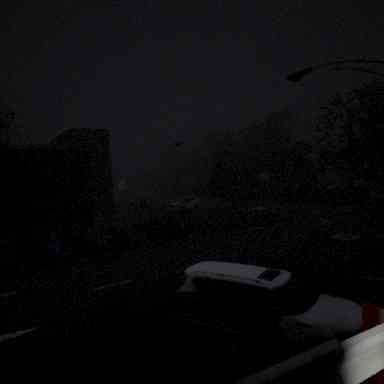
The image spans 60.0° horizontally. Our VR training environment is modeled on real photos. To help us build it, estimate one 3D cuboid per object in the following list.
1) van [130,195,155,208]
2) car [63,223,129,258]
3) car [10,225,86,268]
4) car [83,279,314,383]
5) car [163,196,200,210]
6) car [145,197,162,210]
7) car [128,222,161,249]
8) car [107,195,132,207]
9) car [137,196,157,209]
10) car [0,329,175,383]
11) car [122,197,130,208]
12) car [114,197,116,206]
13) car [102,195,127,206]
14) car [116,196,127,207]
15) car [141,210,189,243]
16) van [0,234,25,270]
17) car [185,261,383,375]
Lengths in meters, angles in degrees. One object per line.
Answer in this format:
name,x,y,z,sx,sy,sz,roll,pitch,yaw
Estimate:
van,-7.929,1.730,57.329,1.878,1.987,4.442,-2,4,36
car,-7.587,3.296,23.521,5.566,2.045,2.435,-3,2,35
car,-9.986,3.534,21.806,5.566,2.045,2.435,-3,2,35
car,-0.366,3.577,7.898,5.566,2.045,2.435,-1,4,34
car,-1.120,1.731,47.458,2.435,2.045,5.566,-2,4,36
car,-4.367,1.943,52.619,1.946,1.575,5.366,-2,4,36
car,-5.166,3.338,25.259,4.792,1.488,2.163,-3,2,34
car,-14.562,1.781,67.410,2.185,1.767,4.553,-2,4,36
car,-6.165,1.994,54.954,2.002,1.452,4.674,-2,4,36
car,-2.758,3.944,6.122,4.553,1.767,2.185,-1,4,34
car,-9.524,1.935,59.928,2.097,1.535,5.008,-2,4,36
car,-12.895,1.958,64.906,2.002,1.452,4.674,-2,4,36
car,-16.240,1.773,69.898,2.185,1.767,4.553,-2,4,36
car,-11.249,1.804,62.387,2.185,1.767,4.553,-2,4,36
car,-2.843,2.824,26.971,5.566,2.045,2.435,-3,3,35
van,-12.507,3.804,20.164,4.442,1.987,1.878,-3,3,35
car,2.138,3.332,9.640,5.566,2.045,2.435,-1,4,34
